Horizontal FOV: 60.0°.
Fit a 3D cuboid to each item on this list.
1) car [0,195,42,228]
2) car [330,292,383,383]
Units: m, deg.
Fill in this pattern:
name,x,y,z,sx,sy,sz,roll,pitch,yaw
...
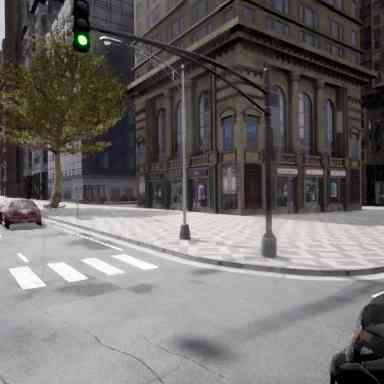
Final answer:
name,x,y,z,sx,sy,sz,roll,pitch,yaw
car,-11.531,1.296,22.169,2.097,1.767,4.553,-1,1,-36
car,3.435,1.220,1.219,2.150,2.045,5.566,-1,1,-36
